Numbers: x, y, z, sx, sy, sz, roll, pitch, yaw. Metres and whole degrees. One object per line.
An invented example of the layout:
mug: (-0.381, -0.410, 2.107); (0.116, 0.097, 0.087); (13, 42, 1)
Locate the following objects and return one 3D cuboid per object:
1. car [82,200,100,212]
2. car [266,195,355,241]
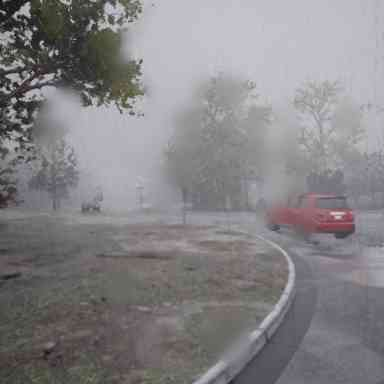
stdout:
car: (-11.263, 1.574, 37.321); (1.895, 1.301, 4.718); (0, -1, -16)
car: (5.660, 1.155, 16.636); (2.150, 2.045, 5.566); (0, 0, -10)
